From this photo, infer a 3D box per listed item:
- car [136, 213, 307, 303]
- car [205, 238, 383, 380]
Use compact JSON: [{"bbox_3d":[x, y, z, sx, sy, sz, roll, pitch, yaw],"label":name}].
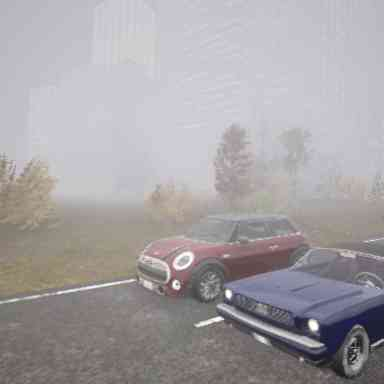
[{"bbox_3d":[0.907,1.359,8.319,4.553,1.767,2.097,0,0,-35],"label":"car"},{"bbox_3d":[2.705,1.606,5.611,4.718,1.301,1.895,0,0,-35],"label":"car"}]
